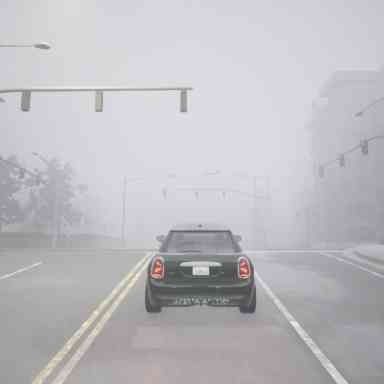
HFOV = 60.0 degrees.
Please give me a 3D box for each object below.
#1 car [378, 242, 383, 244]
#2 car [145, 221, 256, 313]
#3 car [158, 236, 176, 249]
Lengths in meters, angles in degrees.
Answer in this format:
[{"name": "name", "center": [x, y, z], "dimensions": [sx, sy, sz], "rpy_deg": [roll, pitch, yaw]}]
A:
[{"name": "car", "center": [17.218, 4.278, 26.174], "dimensions": [4.892, 1.490, 1.837], "rpy_deg": [5, -10, 1]}, {"name": "car", "center": [0.176, 1.486, 8.130], "dimensions": [2.097, 1.767, 4.553], "rpy_deg": [0, -1, 0]}, {"name": "car", "center": [-3.094, 6.472, 42.175], "dimensions": [1.837, 1.490, 4.892], "rpy_deg": [0, -10, 1]}]
